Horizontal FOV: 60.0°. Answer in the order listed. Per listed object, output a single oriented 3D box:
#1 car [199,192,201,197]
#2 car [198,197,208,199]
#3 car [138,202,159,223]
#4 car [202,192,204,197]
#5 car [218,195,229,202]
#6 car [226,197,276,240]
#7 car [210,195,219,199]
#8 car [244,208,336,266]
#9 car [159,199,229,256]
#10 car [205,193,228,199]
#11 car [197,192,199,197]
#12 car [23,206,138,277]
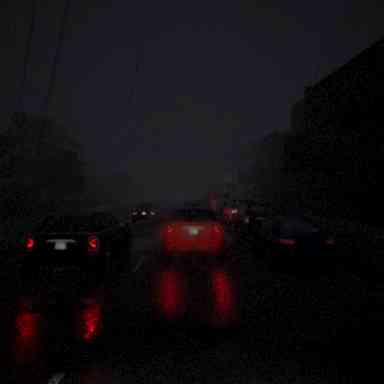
[{"bbox_3d":[3.209,1.292,72.020,2.231,1.521,4.892,0,0,0],"label":"car"},{"bbox_3d":[0.066,1.417,28.412,2.128,1.511,4.902,0,0,0],"label":"car"},{"bbox_3d":[-3.208,1.482,24.803,2.033,1.411,5.357,0,0,0],"label":"car"},{"bbox_3d":[3.213,1.208,55.545,2.185,1.767,4.553,0,0,0],"label":"car"},{"bbox_3d":[3.220,1.295,22.395,2.185,1.767,4.553,0,0,0],"label":"car"},{"bbox_3d":[3.220,1.310,16.869,2.185,1.767,4.553,0,0,0],"label":"car"},{"bbox_3d":[3.218,1.392,33.471,2.097,1.535,5.008,0,0,0],"label":"car"},{"bbox_3d":[3.222,1.490,11.248,2.002,1.452,4.674,0,0,0],"label":"car"},{"bbox_3d":[0.067,1.317,13.026,2.097,1.767,4.553,0,0,0],"label":"car"},{"bbox_3d":[3.216,1.126,38.904,2.435,2.045,5.566,0,0,0],"label":"car"},{"bbox_3d":[3.207,1.122,88.571,2.185,1.767,4.553,0,0,0],"label":"car"},{"bbox_3d":[-3.199,1.326,10.271,2.097,1.767,4.553,0,0,0],"label":"car"}]
